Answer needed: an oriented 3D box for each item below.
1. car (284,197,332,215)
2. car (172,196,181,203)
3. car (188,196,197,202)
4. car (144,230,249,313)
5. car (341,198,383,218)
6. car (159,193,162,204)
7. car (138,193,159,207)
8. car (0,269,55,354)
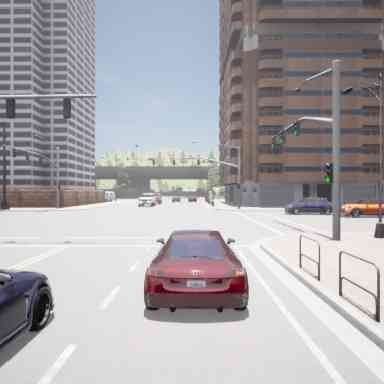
[{"bbox_3d":[11.593,1.352,33.203,4.553,1.767,2.097,0,0,2],"label":"car"},{"bbox_3d":[-3.356,1.542,71.955,2.033,1.411,5.357,0,0,0],"label":"car"},{"bbox_3d":[0.114,1.525,73.412,2.128,1.511,4.902,0,0,0],"label":"car"},{"bbox_3d":[0.092,1.564,7.775,1.994,1.385,4.181,0,0,0],"label":"car"},{"bbox_3d":[15.563,1.352,29.616,4.553,1.767,2.097,0,0,1],"label":"car"},{"bbox_3d":[-6.963,1.221,62.593,2.150,2.045,5.566,0,0,1],"label":"car"},{"bbox_3d":[-7.014,1.221,52.173,2.150,2.045,5.566,0,0,0],"label":"car"},{"bbox_3d":[-3.434,1.564,4.207,1.994,1.385,4.181,0,0,1],"label":"car"}]
